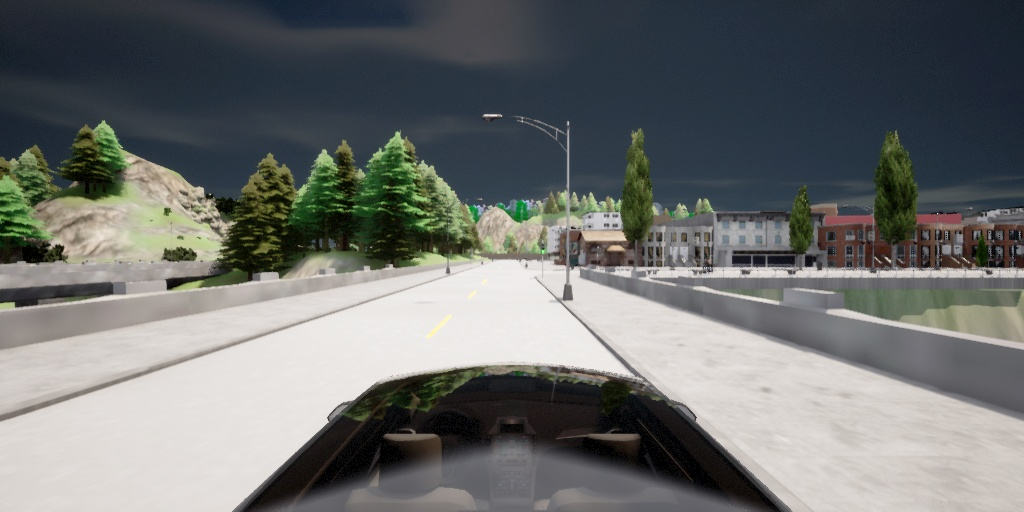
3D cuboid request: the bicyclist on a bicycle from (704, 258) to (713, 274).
[{"bbox_3d":[20.114,1.076,36.704,0.582,1.620,1.656,0,0,0],"label":"bicyclist on a bicycle"}]
